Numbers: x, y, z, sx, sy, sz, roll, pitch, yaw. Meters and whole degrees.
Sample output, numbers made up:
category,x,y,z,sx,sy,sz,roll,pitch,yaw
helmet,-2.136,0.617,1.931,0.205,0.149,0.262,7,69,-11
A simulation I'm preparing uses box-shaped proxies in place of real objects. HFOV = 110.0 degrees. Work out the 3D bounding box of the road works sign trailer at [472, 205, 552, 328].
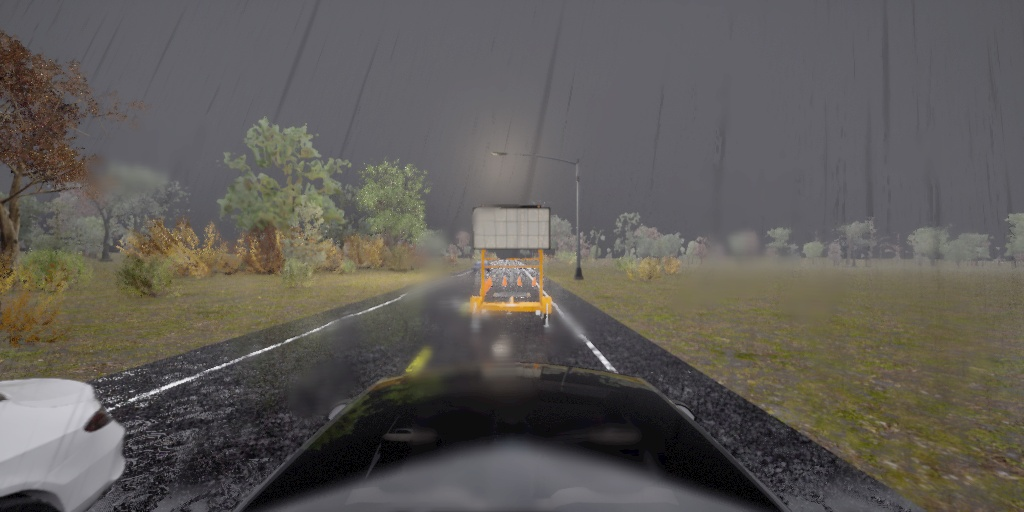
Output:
category,x,y,z,sx,sy,sz,roll,pitch,yaw
road works sign trailer,0.001,0.207,11.340,2.380,3.560,2.880,0,0,0

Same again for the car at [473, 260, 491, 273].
category,x,y,z,sx,sy,sz,roll,pitch,yaw
car,-3.603,1.256,43.528,1.812,1.442,4.674,0,0,0

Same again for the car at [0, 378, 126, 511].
category,x,y,z,sx,sy,sz,roll,pitch,yaw
car,-3.601,1.276,0.555,1.812,1.442,4.674,0,0,0
